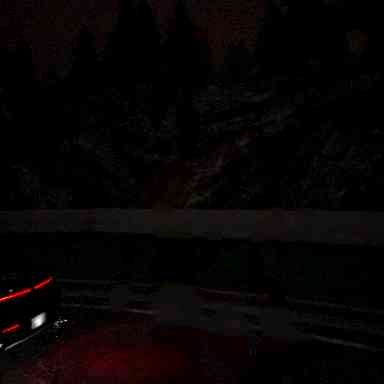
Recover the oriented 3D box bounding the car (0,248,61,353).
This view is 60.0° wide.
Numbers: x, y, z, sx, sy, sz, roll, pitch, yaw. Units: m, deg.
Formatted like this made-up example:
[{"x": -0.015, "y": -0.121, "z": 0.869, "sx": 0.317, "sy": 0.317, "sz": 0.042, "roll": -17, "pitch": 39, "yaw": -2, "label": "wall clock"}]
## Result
[{"x": -4.437, "y": 1.523, "z": 4.928, "sx": 4.892, "sy": 1.490, "sz": 1.837, "roll": -1, "pitch": -1, "yaw": 11, "label": "car"}]
